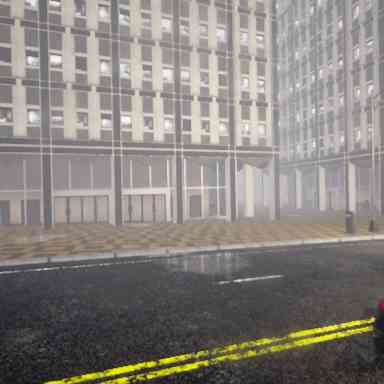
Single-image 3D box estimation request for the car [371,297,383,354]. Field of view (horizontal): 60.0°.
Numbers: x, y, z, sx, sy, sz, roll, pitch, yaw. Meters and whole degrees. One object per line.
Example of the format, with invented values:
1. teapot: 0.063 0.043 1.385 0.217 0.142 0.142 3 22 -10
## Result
1. car: 4.456 1.562 4.268 4.181 1.385 1.994 0 0 -21
